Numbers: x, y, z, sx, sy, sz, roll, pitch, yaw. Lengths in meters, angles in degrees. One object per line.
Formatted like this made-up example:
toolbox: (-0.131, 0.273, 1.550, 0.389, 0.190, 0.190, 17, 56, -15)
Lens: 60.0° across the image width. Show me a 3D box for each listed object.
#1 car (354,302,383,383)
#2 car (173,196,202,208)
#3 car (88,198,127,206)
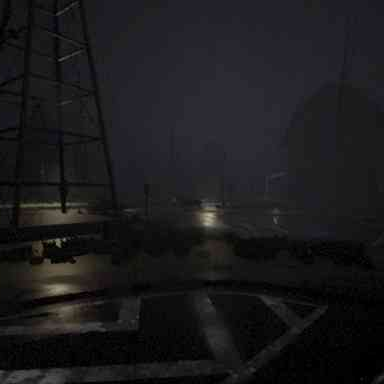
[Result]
car: (3.029, 1.528, 3.512, 1.784, 1.438, 3.905, 1, 0, 38)
car: (-0.582, 1.278, 45.238, 2.128, 1.511, 4.902, 1, 0, 39)
car: (-8.813, 1.337, 34.859, 1.994, 1.385, 4.181, 1, 0, 39)
